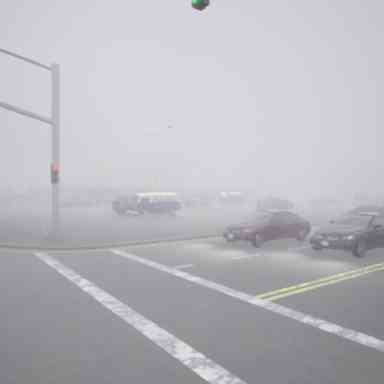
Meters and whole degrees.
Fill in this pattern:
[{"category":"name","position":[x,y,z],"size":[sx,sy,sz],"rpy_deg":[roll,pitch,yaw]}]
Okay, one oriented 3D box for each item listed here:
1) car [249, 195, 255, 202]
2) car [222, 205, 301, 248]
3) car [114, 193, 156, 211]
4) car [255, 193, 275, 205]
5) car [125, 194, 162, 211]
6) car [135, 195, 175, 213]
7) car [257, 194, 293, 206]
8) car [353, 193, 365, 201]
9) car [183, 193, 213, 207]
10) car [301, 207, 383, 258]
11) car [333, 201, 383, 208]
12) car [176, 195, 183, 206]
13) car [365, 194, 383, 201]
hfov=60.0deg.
[{"category":"car","position":[13.960,1.364,70.895],"size":[3.806,1.475,1.970],"rpy_deg":[0,0,-35]},{"category":"car","position":[3.506,1.539,15.077],"size":[4.674,1.442,1.812],"rpy_deg":[0,0,-35]},{"category":"car","position":[-7.750,1.161,45.153],"size":[4.605,1.855,1.932],"rpy_deg":[0,0,-35]},{"category":"car","position":[15.624,1.124,68.525],"size":[3.866,1.878,1.905],"rpy_deg":[0,0,-35]},{"category":"car","position":[-6.158,1.372,42.992],"size":[3.905,1.438,1.784],"rpy_deg":[0,0,-35]},{"category":"car","position":[-4.486,1.403,40.629],"size":[3.806,1.475,1.970],"rpy_deg":[0,0,-35]},{"category":"car","position":[11.173,1.383,44.646],"size":[3.806,1.475,1.970],"rpy_deg":[0,0,-35]},{"category":"car","position":[26.993,1.121,52.530],"size":[3.866,1.878,1.905],"rpy_deg":[0,0,-35]},{"category":"car","position":[1.336,1.143,58.386],"size":[4.605,1.855,1.932],"rpy_deg":[0,0,-35]},{"category":"car","position":[6.612,1.537,12.987],"size":[4.674,1.442,1.812],"rpy_deg":[0,0,-34]},{"category":"car","position":[10.992,1.507,20.416],"size":[4.892,1.490,1.837],"rpy_deg":[0,0,-35]},{"category":"car","position":[-0.285,1.354,60.787],"size":[3.905,1.438,1.784],"rpy_deg":[0,0,-35]},{"category":"car","position":[28.620,1.118,50.137],"size":[4.605,1.855,1.932],"rpy_deg":[0,0,-35]}]
